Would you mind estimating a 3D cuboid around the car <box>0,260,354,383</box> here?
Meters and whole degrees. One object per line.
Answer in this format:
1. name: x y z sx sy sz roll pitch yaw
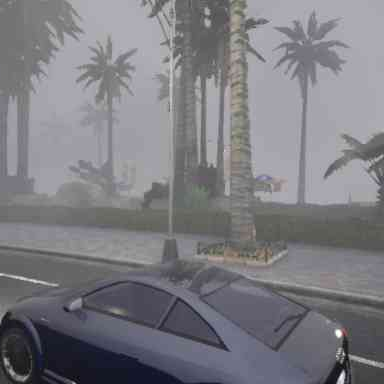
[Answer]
1. car: -0.413 1.547 3.929 4.181 1.385 1.994 0 0 33
